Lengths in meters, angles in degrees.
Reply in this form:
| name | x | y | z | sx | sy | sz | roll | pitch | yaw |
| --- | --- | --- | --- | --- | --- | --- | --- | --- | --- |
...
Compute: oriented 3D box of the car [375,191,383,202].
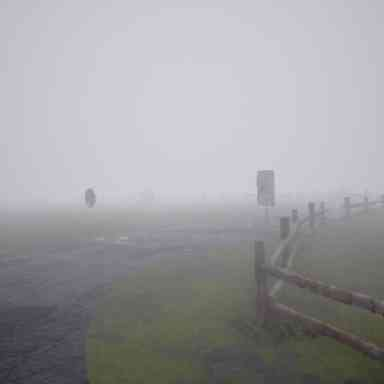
| name | x | y | z | sx | sy | sz | roll | pitch | yaw |
| --- | --- | --- | --- | --- | --- | --- | --- | --- | --- |
| car | 25.326 | 0.503 | 42.883 | 5.008 | 1.535 | 1.882 | -2 | 1 | -41 |
